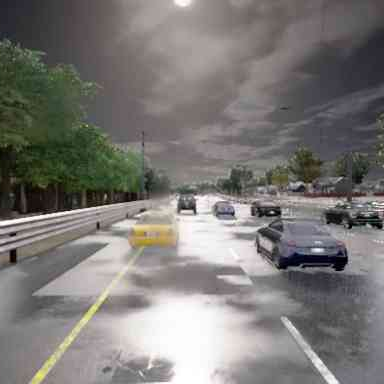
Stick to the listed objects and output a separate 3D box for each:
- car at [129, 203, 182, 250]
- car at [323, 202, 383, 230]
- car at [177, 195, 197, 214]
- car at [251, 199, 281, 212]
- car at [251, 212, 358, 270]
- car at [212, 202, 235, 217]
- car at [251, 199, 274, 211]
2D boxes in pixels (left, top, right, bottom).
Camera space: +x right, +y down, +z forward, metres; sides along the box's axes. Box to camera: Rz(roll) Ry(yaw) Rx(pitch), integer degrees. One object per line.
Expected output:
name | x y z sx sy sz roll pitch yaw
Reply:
car | -1.484 1.474 14.371 1.801 1.575 5.366 0 0 -1
car | 10.229 1.395 21.573 2.097 1.767 4.553 0 0 -1
car | -0.589 1.412 38.678 2.150 2.045 5.566 0 0 0
car | 6.594 1.575 30.082 1.882 1.535 5.008 0 -1 -1
car | 3.395 1.566 11.075 1.994 1.385 4.181 0 0 -1
car | 3.051 1.671 32.766 2.033 1.411 5.357 0 -1 -1
car | 9.828 1.780 46.926 2.128 1.511 4.902 0 -1 -1
